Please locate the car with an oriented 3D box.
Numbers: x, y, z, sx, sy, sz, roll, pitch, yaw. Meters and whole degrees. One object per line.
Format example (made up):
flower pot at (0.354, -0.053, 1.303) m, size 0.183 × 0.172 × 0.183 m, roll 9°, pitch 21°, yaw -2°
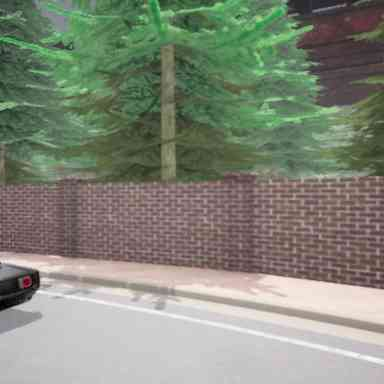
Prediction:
car at (-5.189, 1.604, 6.091) m, size 4.718 × 1.301 × 1.895 m, roll 0°, pitch 0°, yaw 24°
